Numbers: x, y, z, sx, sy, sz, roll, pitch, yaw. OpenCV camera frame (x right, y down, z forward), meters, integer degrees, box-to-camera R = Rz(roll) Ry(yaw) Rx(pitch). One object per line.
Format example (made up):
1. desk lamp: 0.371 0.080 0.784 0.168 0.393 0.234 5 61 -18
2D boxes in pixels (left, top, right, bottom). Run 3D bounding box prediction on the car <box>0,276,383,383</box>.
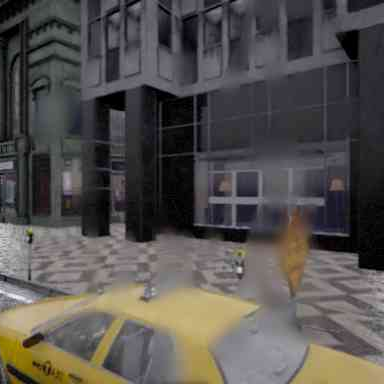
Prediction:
1. car: -0.506 1.537 3.326 4.829 1.417 1.752 0 0 36
